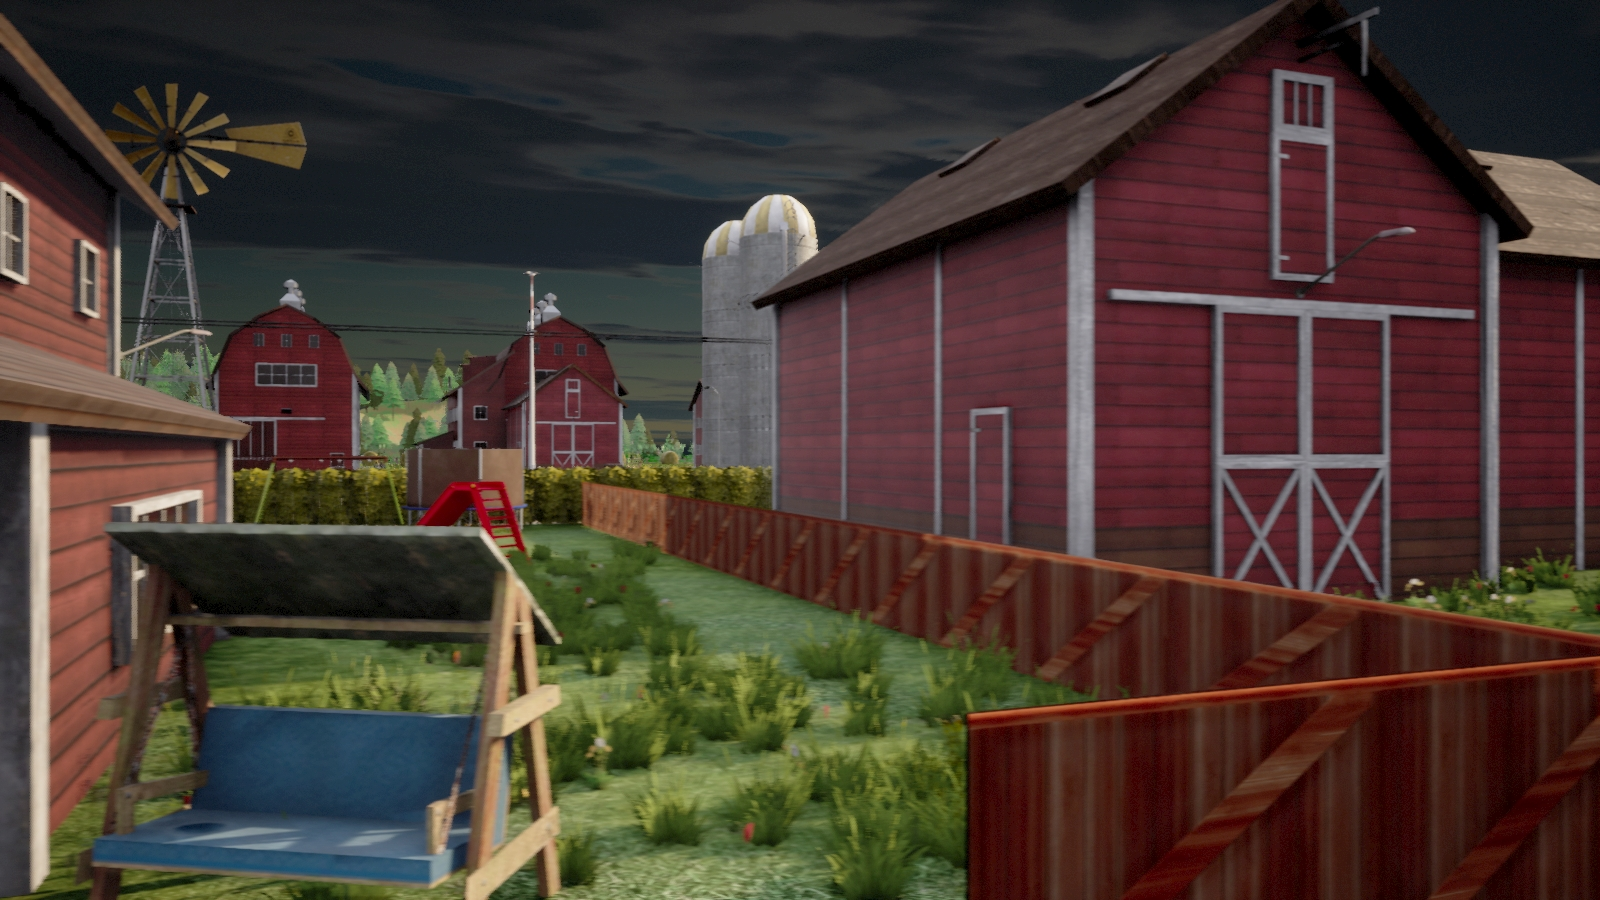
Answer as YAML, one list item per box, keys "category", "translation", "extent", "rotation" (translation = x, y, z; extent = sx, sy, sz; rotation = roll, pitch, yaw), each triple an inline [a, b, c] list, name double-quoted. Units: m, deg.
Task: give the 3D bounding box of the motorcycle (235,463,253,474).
- category: "motorcycle"
  translation: [-64.755, 2.139, 133.014]
  extent: [1.805, 1.316, 0.856]
  rotation: [0, 0, -19]
